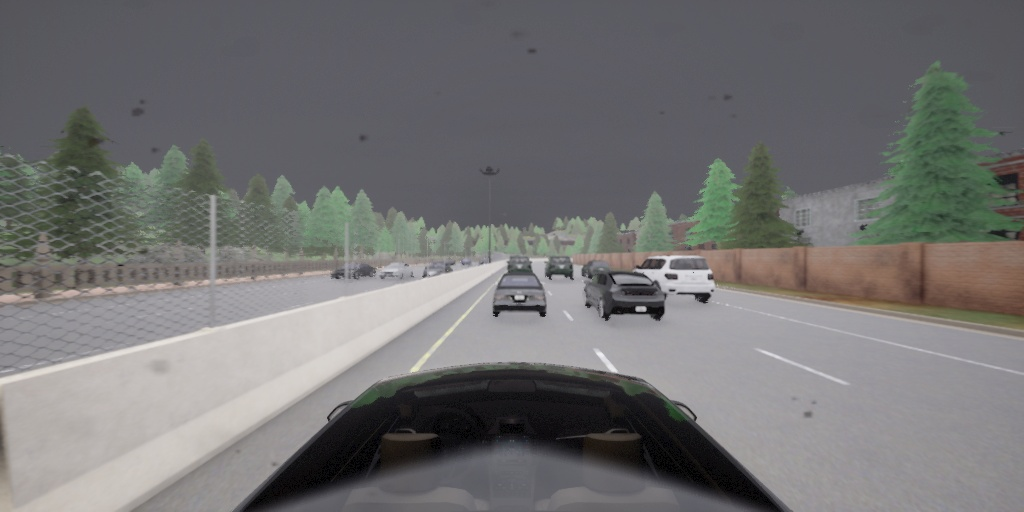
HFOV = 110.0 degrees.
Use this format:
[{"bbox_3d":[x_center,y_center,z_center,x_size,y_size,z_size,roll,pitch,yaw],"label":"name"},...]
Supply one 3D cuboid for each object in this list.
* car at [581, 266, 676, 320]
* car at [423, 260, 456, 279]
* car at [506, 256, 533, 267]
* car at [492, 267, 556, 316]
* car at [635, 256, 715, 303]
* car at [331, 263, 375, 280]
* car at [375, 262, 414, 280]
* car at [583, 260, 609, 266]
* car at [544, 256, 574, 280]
[{"bbox_3d":[3.765,1.281,12.731,1.837,1.490,4.892,0,0,1],"label":"car"},{"bbox_3d":[-6.531,1.266,31.898,2.128,1.511,4.902,0,0,1],"label":"car"},{"bbox_3d":[0.667,1.015,32.309,2.150,2.045,5.566,0,0,1],"label":"car"},{"bbox_3d":[0.278,1.314,13.426,2.033,1.411,5.357,0,0,1],"label":"car"},{"bbox_3d":[7.358,1.012,17.103,2.150,2.045,5.566,0,0,1],"label":"car"},{"bbox_3d":[-13.549,1.302,31.205,2.033,1.411,5.357,0,0,1],"label":"car"},{"bbox_3d":[-10.039,1.290,31.561,1.812,1.442,4.674,0,0,1],"label":"car"},{"bbox_3d":[7.687,1.165,32.845,2.097,1.767,4.553,0,0,1],"label":"car"},{"bbox_3d":[4.177,1.025,32.298,2.150,2.045,5.566,0,0,1],"label":"car"}]
